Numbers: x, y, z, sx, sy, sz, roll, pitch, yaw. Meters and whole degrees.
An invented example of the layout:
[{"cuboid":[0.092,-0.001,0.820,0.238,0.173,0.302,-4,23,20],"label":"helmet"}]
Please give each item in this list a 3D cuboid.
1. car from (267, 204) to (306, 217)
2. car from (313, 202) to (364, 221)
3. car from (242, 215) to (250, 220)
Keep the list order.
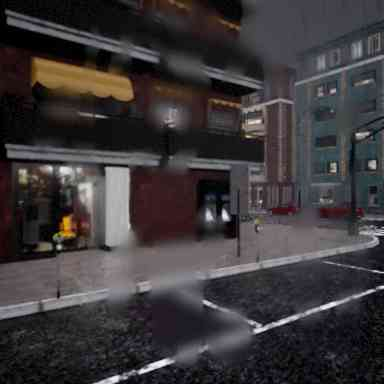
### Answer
[{"cuboid":[9.646,1.834,34.041,1.802,1.307,4.206,-1,0,-35],"label":"car"},{"cuboid":[12.834,1.624,29.502,1.967,1.590,4.097,-1,0,-35],"label":"car"},{"cuboid":[3.202,1.683,29.494,1.967,1.590,4.097,-1,0,-35],"label":"car"}]
